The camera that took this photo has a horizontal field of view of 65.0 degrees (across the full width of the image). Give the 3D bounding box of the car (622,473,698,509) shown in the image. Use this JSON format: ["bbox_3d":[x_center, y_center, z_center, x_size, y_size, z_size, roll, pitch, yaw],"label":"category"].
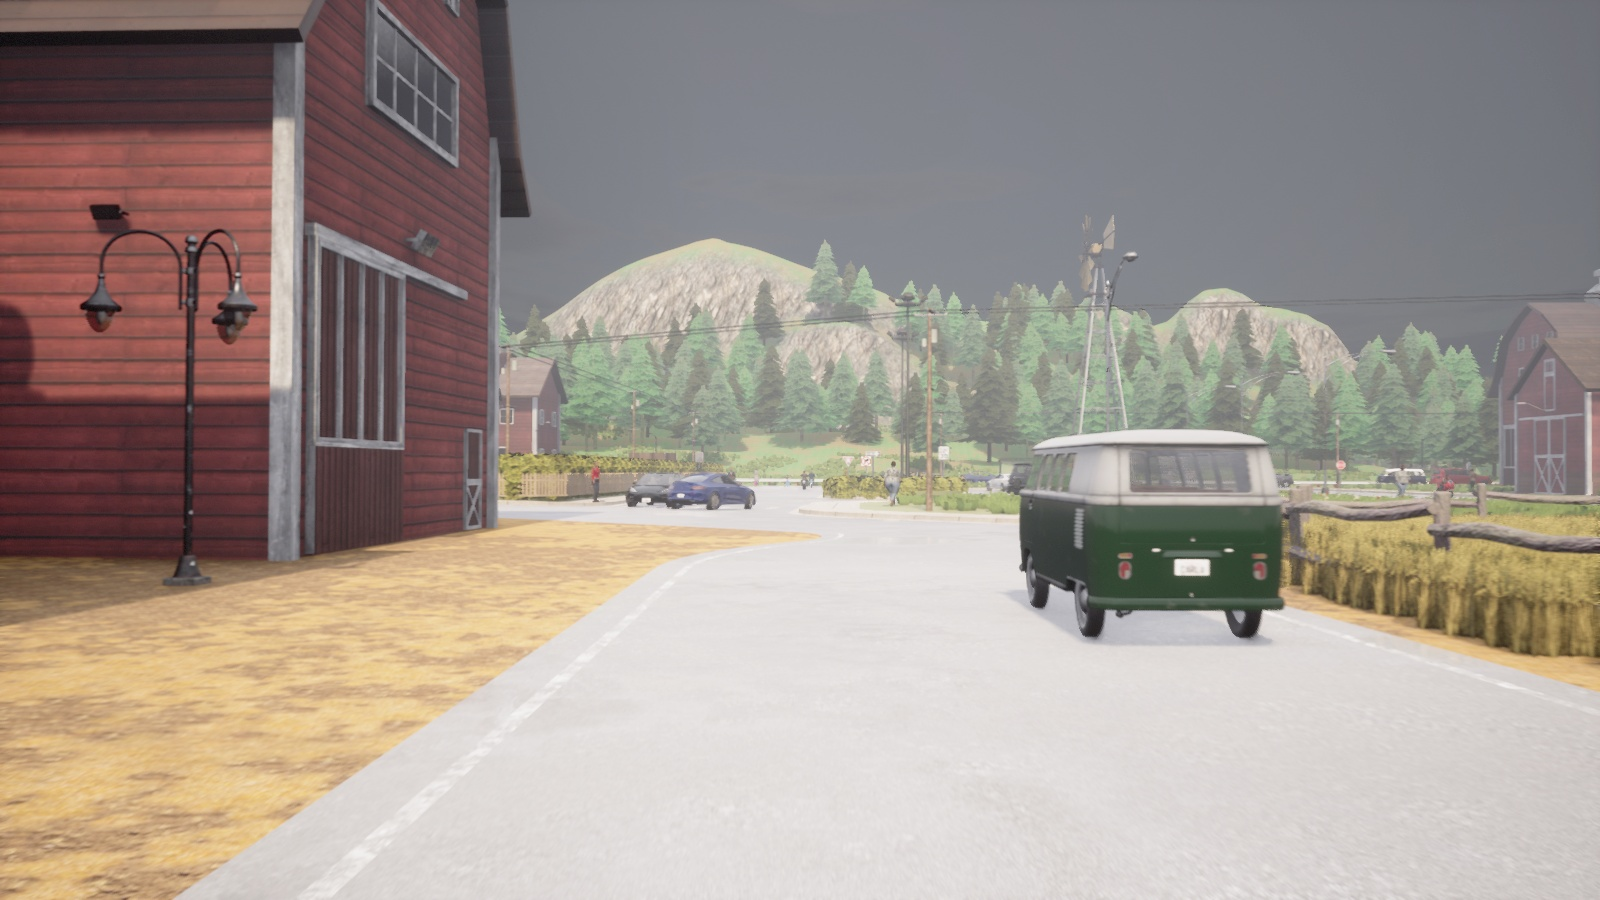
[{"bbox_3d":[-5.992,1.746,54.362,2.163,1.488,4.792,0,-1,8],"label":"car"}]

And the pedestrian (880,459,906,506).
[{"bbox_3d":[3.719,1.289,50.274,0.874,1.855,0.900,-1,-1,16],"label":"pedestrian"}]

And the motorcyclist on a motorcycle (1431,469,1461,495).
[{"bbox_3d":[38.692,1.899,75.230,0.797,1.523,2.044,0,-1,2],"label":"motorcyclist on a motorcycle"}]

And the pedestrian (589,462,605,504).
[{"bbox_3d":[-8.928,1.448,55.177,0.636,1.846,0.331,-1,-1,26],"label":"pedestrian"}]

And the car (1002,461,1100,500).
[{"bbox_3d":[13.504,1.606,67.332,5.566,2.045,2.150,1,-1,-40],"label":"car"}]

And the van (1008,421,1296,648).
[{"bbox_3d":[3.465,0.777,13.283,1.775,1.987,4.442,0,-1,0],"label":"van"}]

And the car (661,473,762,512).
[{"bbox_3d":[-3.434,1.666,49.717,1.812,1.442,4.674,0,-2,27],"label":"car"}]

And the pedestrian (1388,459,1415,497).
[{"bbox_3d":[29.821,1.391,62.266,0.874,1.855,0.900,0,-1,1],"label":"pedestrian"}]
